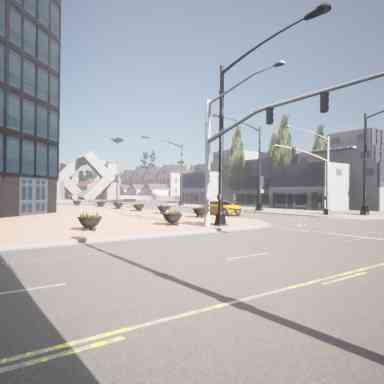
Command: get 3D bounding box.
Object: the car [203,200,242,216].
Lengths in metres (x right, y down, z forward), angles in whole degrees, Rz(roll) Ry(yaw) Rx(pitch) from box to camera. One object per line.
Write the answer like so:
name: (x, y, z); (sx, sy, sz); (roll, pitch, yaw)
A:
car: (2.956, 1.563, 33.648); (1.882, 1.535, 5.008); (1, -1, -35)
